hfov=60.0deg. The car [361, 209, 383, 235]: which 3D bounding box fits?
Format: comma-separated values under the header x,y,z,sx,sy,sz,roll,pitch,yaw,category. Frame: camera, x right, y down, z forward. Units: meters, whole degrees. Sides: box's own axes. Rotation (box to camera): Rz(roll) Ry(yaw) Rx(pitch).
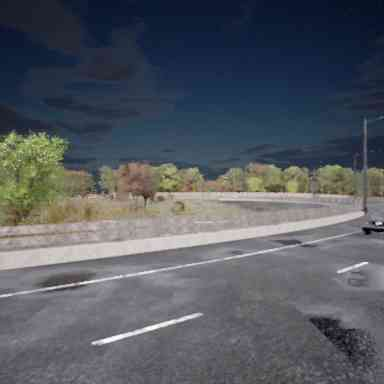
x,y,z,sx,sy,sz,roll,pitch,yaw,category
11.253,1.681,18.833,2.033,1.411,5.357,0,0,43,car
